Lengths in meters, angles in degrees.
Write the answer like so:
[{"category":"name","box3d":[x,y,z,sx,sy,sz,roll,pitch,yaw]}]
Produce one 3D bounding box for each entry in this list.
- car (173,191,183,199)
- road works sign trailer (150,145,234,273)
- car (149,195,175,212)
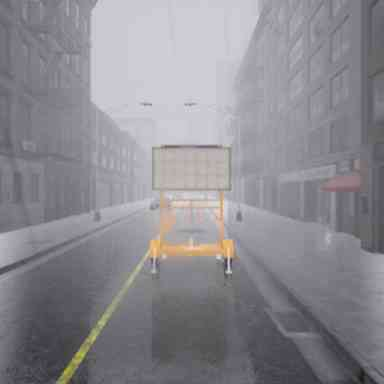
[{"category":"car","box3d":[-3.097,0.659,74.708,2.097,1.767,4.553,0,0,0]},{"category":"road works sign trailer","box3d":[-0.012,0.358,10.258,2.380,3.560,2.880,0,1,0]},{"category":"car","box3d":[-3.141,1.235,33.877,1.994,1.385,4.181,0,0,0]}]
